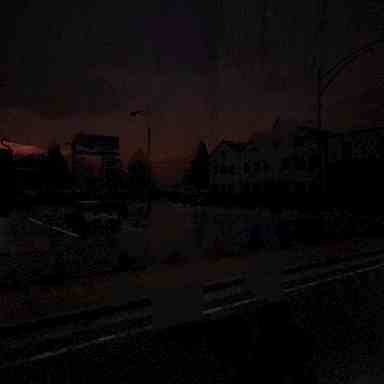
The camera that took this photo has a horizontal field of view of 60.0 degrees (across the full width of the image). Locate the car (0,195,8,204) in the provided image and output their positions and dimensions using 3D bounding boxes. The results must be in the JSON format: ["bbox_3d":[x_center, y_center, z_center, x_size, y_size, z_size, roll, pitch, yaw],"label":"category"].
[{"bbox_3d":[-39.279,1.495,66.051,4.611,1.667,2.242,0,0,-36],"label":"car"}]

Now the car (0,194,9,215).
[{"bbox_3d":[-17.993,1.113,29.794,1.932,1.855,4.605,0,0,-36],"label":"car"}]

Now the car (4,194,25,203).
[{"bbox_3d":[-39.054,1.328,73.179,3.866,1.878,1.905,0,0,-36],"label":"car"}]

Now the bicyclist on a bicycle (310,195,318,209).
[{"bbox_3d":[13.588,1.124,36.788,1.656,1.620,0.582,0,0,-35],"label":"bicyclist on a bicycle"}]

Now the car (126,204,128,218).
[{"bbox_3d":[-6.518,1.313,25.704,2.007,1.523,4.514,0,0,-36],"label":"car"}]

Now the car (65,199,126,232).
[{"bbox_3d":[-5.386,1.248,17.842,1.970,1.475,3.806,0,0,-36],"label":"car"}]

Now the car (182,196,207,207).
[{"bbox_3d":[0.370,1.349,48.808,1.812,1.442,4.674,0,0,-36],"label":"car"}]

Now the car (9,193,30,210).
[{"bbox_3d":[-19.907,1.092,38.103,1.905,1.878,3.866,0,0,-36],"label":"car"}]
